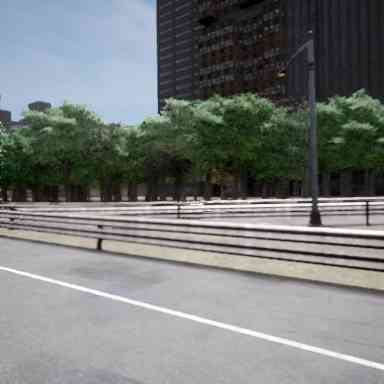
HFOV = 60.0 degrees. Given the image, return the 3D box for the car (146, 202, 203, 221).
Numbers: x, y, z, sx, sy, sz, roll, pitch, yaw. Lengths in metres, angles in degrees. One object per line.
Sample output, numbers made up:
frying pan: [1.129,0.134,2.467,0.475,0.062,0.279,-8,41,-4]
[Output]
car: [-1.236,1.432,23.742,4.181,1.385,1.994,-1,-1,5]
